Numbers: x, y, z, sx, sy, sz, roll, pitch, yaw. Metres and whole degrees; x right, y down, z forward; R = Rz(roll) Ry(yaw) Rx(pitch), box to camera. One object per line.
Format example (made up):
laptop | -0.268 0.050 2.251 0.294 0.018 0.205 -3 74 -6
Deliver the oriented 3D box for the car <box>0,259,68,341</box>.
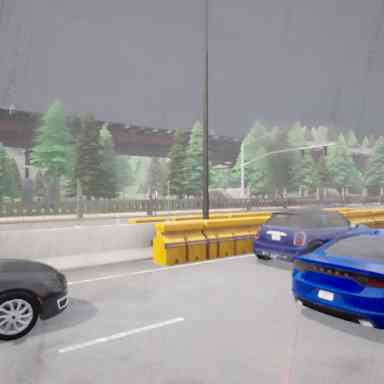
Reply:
car | -4.412 1.505 4.898 4.892 1.490 1.837 0 0 -36

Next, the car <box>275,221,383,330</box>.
car | 4.124 1.478 6.695 5.008 1.535 1.882 0 0 -36

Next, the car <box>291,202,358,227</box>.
car | 9.484 1.492 23.736 4.902 1.511 2.128 0 0 -35

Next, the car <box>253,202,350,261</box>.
car | 4.216 1.353 11.062 4.553 1.767 2.097 0 0 -36
